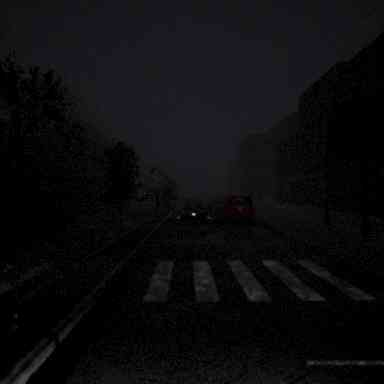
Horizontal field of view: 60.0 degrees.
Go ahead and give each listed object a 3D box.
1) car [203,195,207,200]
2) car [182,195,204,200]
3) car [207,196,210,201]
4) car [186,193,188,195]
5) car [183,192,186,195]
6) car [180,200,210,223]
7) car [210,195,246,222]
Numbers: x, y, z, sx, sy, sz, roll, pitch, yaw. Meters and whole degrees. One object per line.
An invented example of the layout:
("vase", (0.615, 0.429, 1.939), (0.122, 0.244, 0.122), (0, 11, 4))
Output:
("car", (2.954, 1.459, 46.079), (2.163, 1.488, 4.792), (0, 0, -1))
("car", (0.026, 1.443, 42.773), (2.128, 1.511, 4.902), (0, 0, -1))
("car", (3.065, 1.448, 34.930), (2.231, 1.521, 4.892), (0, 0, 0))
("car", (0.276, 1.315, 85.000), (2.097, 1.535, 5.008), (0, 0, -6))
("car", (-0.378, 1.293, 90.530), (2.097, 1.535, 5.008), (0, 0, -7))
("car", (0.111, 1.540, 25.628), (1.994, 1.385, 4.181), (0, 0, 0))
("car", (3.062, 1.330, 29.359), (2.185, 1.767, 4.553), (0, 0, 0))
